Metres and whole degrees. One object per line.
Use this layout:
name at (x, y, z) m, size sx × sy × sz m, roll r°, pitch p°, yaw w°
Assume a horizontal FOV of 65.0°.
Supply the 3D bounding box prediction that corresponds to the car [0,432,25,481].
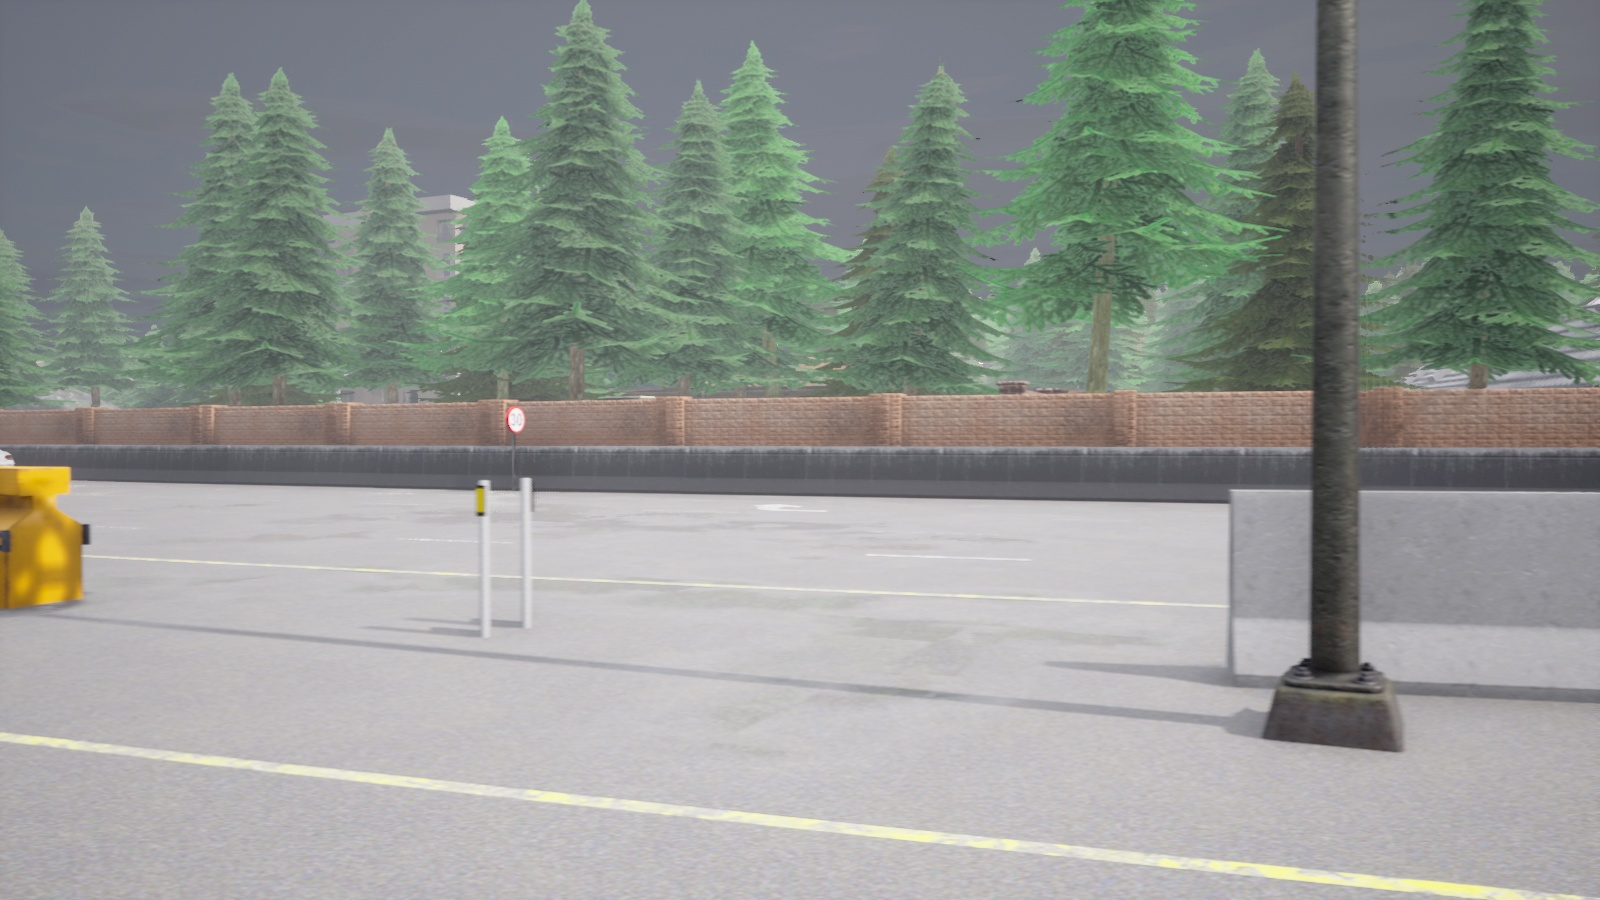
car at (-25.643, 0.162, 37.710) m, size 4.674 × 1.442 × 1.812 m, roll 1°, pitch 1°, yaw 27°
